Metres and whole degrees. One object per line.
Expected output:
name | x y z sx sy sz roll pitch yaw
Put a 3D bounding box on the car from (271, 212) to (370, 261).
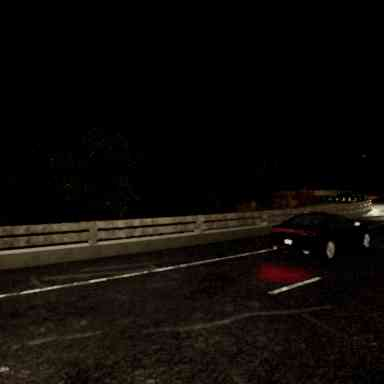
car | 5.016 1.504 12.601 5.008 1.535 1.882 1 -1 -42
